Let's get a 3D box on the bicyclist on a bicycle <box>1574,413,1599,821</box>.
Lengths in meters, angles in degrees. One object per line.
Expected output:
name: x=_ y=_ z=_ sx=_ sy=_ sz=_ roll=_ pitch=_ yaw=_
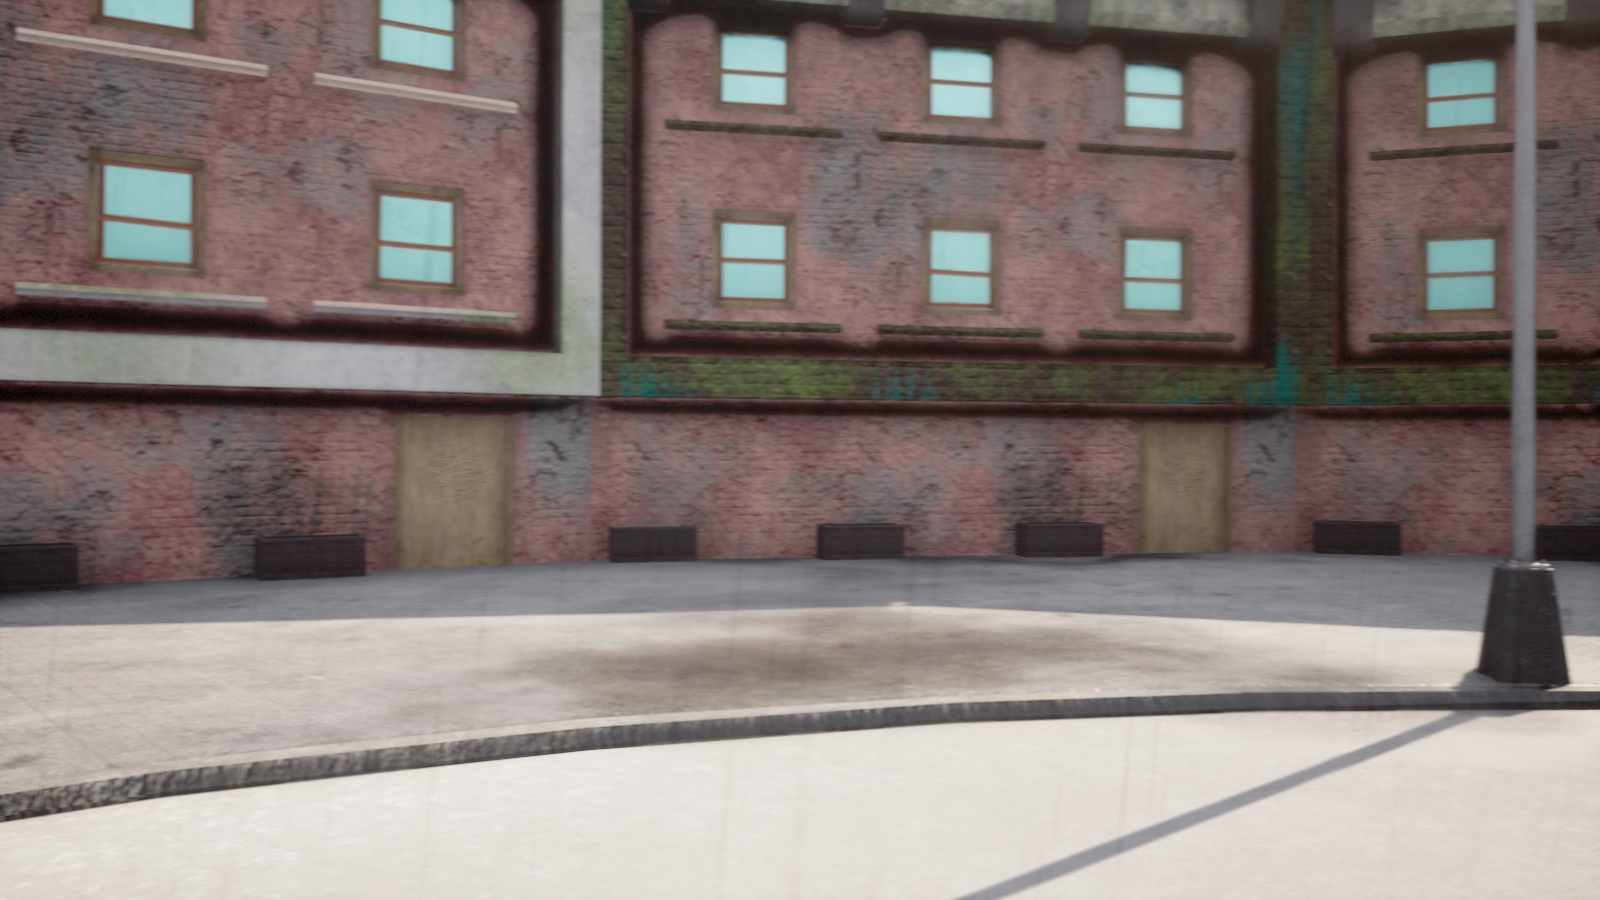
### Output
bicyclist on a bicycle: x=3.929 y=0.673 z=4.688 sx=1.509 sy=1.612 sz=0.866 roll=0 pitch=2 yaw=-1
